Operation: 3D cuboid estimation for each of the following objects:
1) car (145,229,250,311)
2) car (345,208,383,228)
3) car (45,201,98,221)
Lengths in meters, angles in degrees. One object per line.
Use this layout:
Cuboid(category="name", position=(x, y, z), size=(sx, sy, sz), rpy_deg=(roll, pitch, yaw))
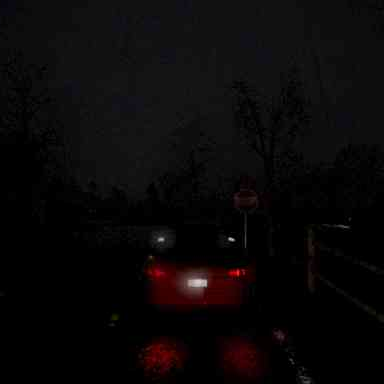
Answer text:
Cuboid(category="car", position=(0.100, 1.562, 7.821), size=(1.994, 1.385, 4.181), rpy_deg=(0, 0, 0))
Cuboid(category="car", position=(13.572, 1.860, 24.365), size=(4.181, 1.385, 1.994), rpy_deg=(1, 1, 0))
Cuboid(category="car", position=(-9.701, 1.344, 24.384), size=(5.357, 1.411, 2.033), rpy_deg=(1, 1, 0))
